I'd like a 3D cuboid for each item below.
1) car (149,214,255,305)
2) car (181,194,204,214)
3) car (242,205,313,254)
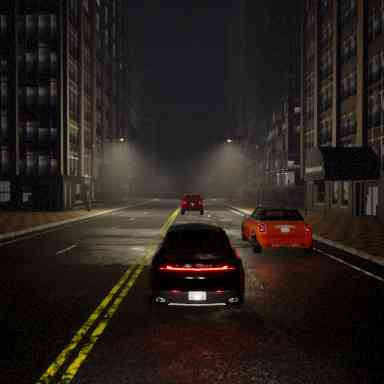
[{"bbox_3d":[0.084,1.502,8.029,1.837,1.490,4.892,0,0,0],"label":"car"},{"bbox_3d":[0.035,1.198,33.684,2.150,2.045,5.566,0,0,0],"label":"car"},{"bbox_3d":[3.304,1.346,13.709,2.097,1.767,4.553,0,0,2],"label":"car"}]
